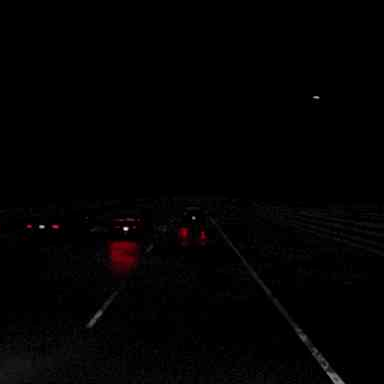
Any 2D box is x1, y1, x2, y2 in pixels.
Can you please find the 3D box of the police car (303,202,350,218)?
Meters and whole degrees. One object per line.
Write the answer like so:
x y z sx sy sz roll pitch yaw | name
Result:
11.919 1.723 30.008 1.930 1.638 5.238 0 0 -13 | police car

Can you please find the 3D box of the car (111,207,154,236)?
-3.394 1.641 19.442 1.837 1.490 4.892 0 0 0 | car

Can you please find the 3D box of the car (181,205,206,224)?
0.116 1.709 26.156 1.812 1.442 4.674 0 0 0 | car

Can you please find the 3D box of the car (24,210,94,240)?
-6.889 1.672 17.787 2.033 1.411 5.357 0 0 0 | car
